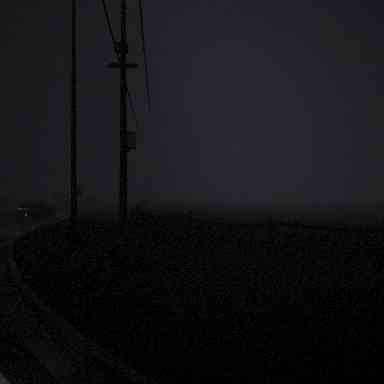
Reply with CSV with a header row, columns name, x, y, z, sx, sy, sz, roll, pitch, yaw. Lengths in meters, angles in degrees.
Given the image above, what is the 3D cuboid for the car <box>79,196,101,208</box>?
name,x,y,z,sx,sy,sz,roll,pitch,yaw
car,-14.882,1.477,49.460,1.882,1.535,5.008,0,0,-6

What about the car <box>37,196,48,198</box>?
name,x,y,z,sx,sy,sz,roll,pitch,yaw
car,-31.045,1.524,68.969,1.812,1.442,4.674,0,0,-6

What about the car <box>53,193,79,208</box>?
name,x,y,z,sx,sy,sz,roll,pitch,yaw
car,-18.192,1.221,47.414,2.150,2.045,5.566,0,0,-6

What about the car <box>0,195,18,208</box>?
name,x,y,z,sx,sy,sz,roll,pitch,yaw
car,-25.168,1.547,46.834,2.033,1.411,5.357,0,0,-6

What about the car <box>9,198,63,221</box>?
name,x,y,z,sx,sy,sz,roll,pitch,yaw
car,-12.605,1.491,27.198,2.128,1.511,4.902,0,0,-6

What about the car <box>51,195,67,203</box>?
name,x,y,z,sx,sy,sz,roll,pitch,yaw
car,-27.525,1.477,68.957,1.882,1.535,5.008,0,0,-6

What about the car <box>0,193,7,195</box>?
name,x,y,z,sx,sy,sz,roll,pitch,yaw
car,-29.034,1.218,50.217,2.150,2.045,5.566,0,0,-6

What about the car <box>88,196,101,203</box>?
name,x,y,z,sx,sy,sz,roll,pitch,yaw
car,-20.633,1.524,70.378,1.812,1.442,4.674,0,0,-6
